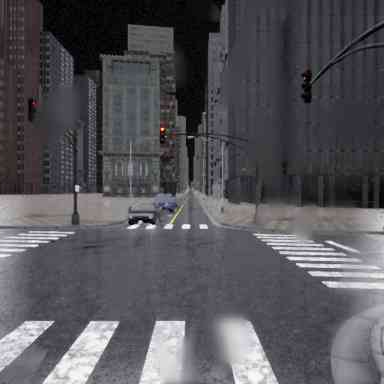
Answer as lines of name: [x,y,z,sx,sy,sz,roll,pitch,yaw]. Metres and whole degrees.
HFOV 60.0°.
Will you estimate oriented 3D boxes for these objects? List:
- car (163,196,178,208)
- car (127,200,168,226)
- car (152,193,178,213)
car: [-3.120,1.478,49.563,1.882,1.535,5.008,0,0,0]
car: [-3.218,1.547,23.965,2.033,1.411,5.357,0,0,2]
car: [-3.117,1.217,37.095,2.150,2.045,5.566,0,1,0]
